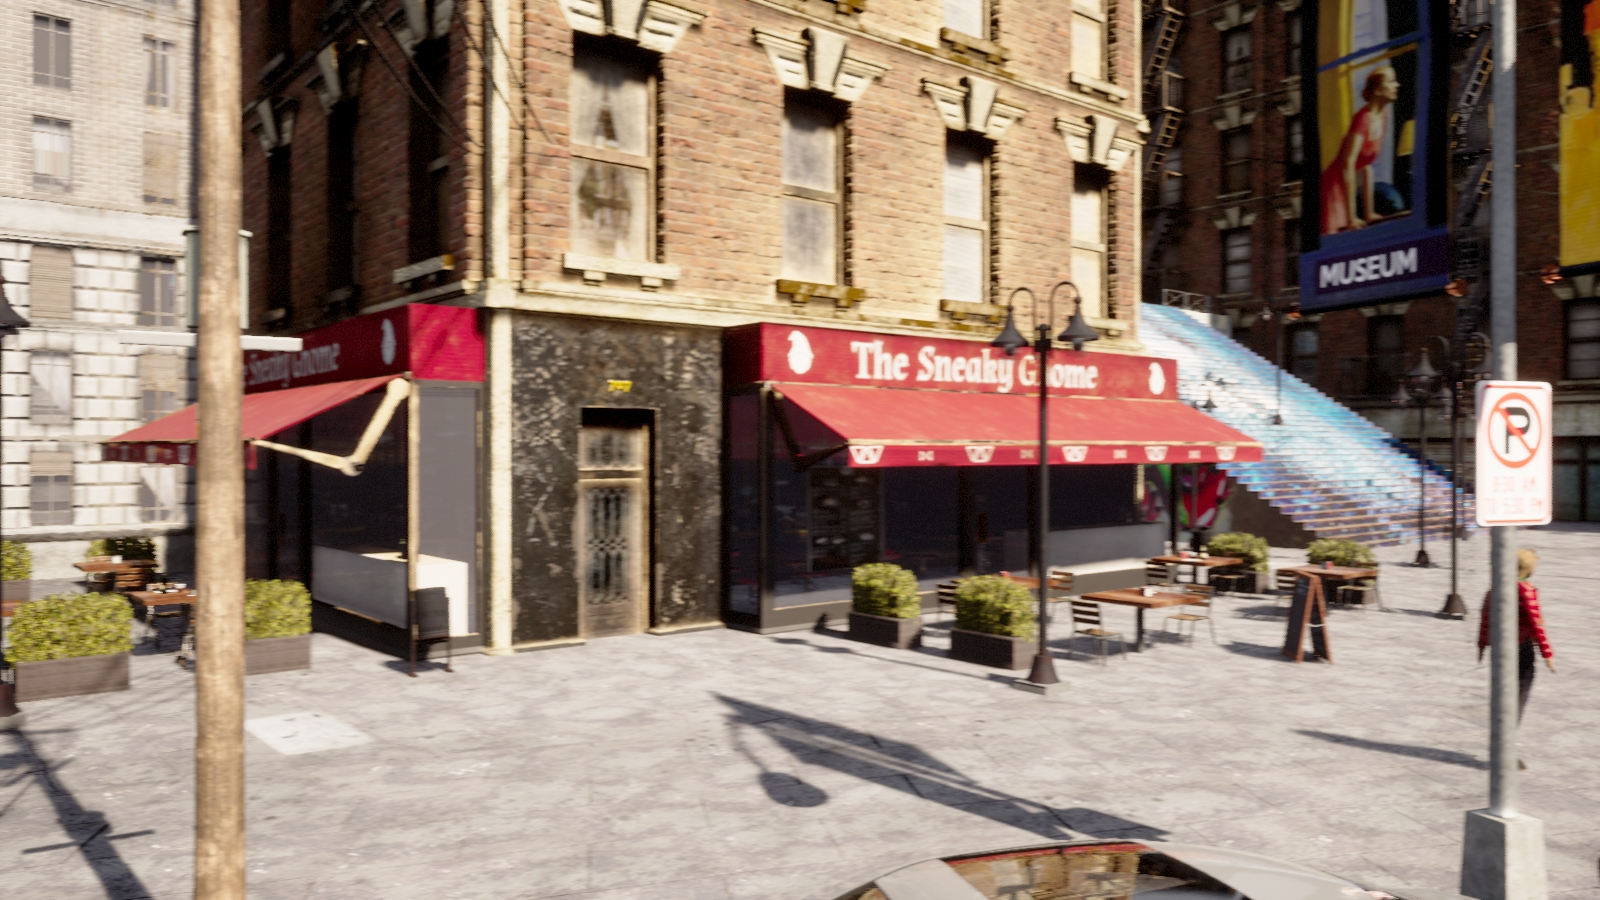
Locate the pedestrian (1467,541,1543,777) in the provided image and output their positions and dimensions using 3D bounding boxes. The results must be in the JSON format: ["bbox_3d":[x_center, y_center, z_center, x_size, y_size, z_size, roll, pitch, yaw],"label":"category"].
[{"bbox_3d":[5.778,1.690,9.373,0.375,1.860,0.375,0,0,-10],"label":"pedestrian"}]
